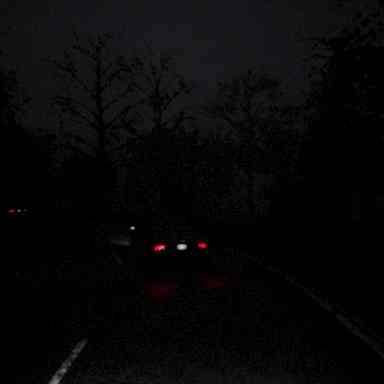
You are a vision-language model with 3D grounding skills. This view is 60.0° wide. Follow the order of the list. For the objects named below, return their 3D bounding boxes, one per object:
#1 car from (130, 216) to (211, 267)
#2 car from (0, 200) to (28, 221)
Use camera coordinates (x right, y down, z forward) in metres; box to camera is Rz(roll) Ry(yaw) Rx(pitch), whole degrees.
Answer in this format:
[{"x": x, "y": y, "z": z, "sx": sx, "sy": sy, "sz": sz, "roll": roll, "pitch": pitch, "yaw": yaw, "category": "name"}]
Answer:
[{"x": -0.991, "y": 1.549, "z": 11.500, "sx": 2.033, "sy": 1.411, "sz": 5.357, "roll": 0, "pitch": 0, "yaw": -17, "category": "car"}, {"x": -13.334, "y": 1.121, "z": 21.248, "sx": 5.357, "sy": 1.411, "sz": 2.033, "roll": 2, "pitch": -1, "yaw": 8, "category": "car"}]
